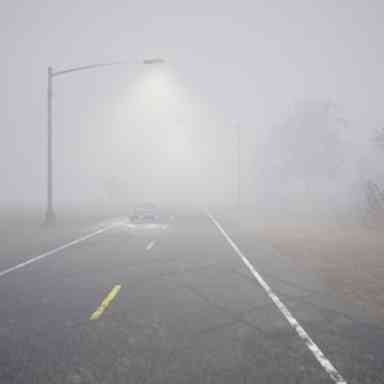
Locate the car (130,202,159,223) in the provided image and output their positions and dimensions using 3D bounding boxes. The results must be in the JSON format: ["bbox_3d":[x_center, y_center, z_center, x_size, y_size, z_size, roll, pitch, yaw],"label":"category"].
[{"bbox_3d":[-3.593,1.516,25.868,1.812,1.442,4.674,0,0,0],"label":"car"}]
